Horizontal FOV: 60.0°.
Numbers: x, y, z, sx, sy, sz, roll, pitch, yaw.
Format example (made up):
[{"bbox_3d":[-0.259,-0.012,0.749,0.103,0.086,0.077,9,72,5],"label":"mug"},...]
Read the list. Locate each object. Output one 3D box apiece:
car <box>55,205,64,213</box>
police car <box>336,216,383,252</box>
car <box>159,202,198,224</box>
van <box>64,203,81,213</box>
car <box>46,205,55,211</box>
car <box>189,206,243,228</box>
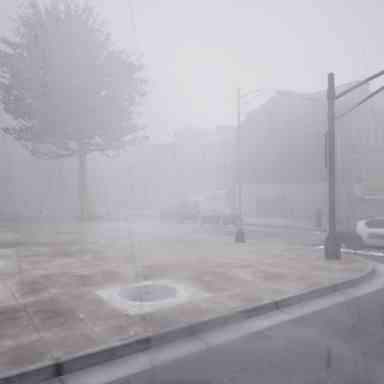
[{"bbox_3d":[-23.632,3.076,62.254,1.752,1.417,4.829,-3,0,-35],"label":"car"},{"bbox_3d":[8.180,1.631,12.799,2.038,1.542,4.974,0,-2,-35],"label":"police car"},{"bbox_3d":[-1.163,1.892,30.501,2.192,1.841,5.009,-3,0,-35],"label":"car"},{"bbox_3d":[-20.345,2.747,57.599,1.690,1.788,3.998,-3,0,-35],"label":"van"},{"bbox_3d":[-29.925,3.412,71.148,1.802,1.307,4.206,-3,0,-35],"label":"car"},{"bbox_3d":[2.045,1.993,25.986,2.008,1.369,4.403,-3,0,-35],"label":"car"}]
